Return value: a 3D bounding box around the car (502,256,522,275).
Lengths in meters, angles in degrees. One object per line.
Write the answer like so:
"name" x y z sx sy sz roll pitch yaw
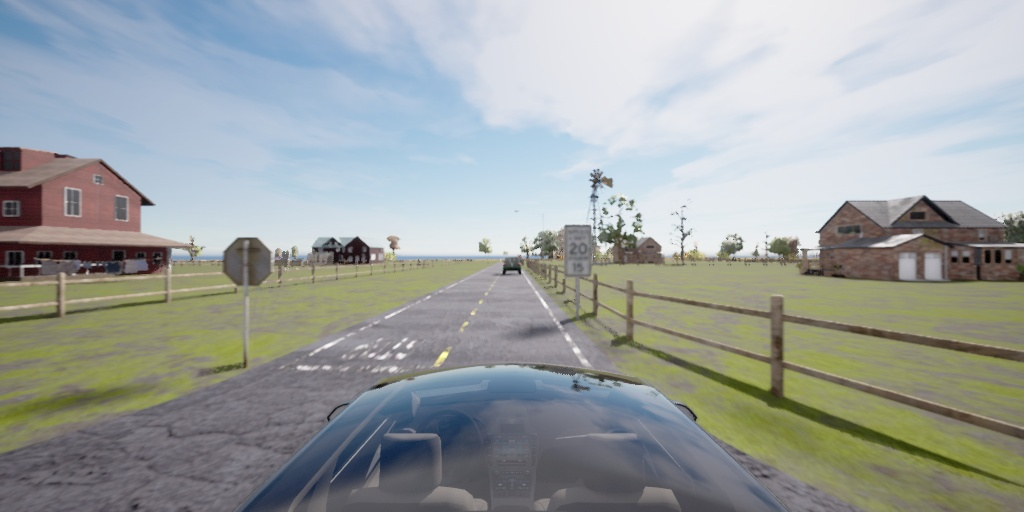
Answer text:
"car" 0.004 1.062 41.609 2.150 2.045 5.566 0 0 0
